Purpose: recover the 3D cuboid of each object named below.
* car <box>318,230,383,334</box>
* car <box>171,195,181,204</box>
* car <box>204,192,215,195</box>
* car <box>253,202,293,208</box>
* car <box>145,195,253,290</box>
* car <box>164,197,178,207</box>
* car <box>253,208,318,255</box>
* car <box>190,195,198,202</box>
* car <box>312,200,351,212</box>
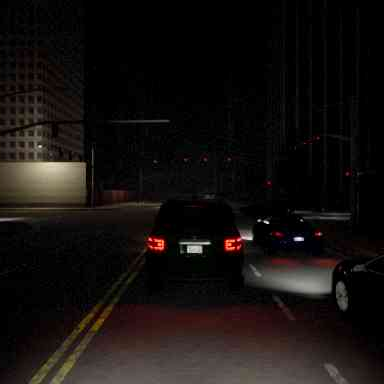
[{"bbox_3d":[3.622,1.505,4.590,1.837,1.490,4.892,0,0,0],"label":"car"},{"bbox_3d":[-3.150,1.477,66.410,1.882,1.535,5.008,0,0,1],"label":"car"},{"bbox_3d":[3.919,1.083,73.889,2.150,2.045,5.566,0,0,0],"label":"car"},{"bbox_3d":[6.826,1.574,30.100,4.718,1.301,1.895,0,0,18],"label":"car"},{"bbox_3d":[0.094,1.221,9.226,2.150,2.045,5.566,0,0,1],"label":"car"},{"bbox_3d":[-3.295,1.505,52.712,1.837,1.490,4.892,0,0,0],"label":"car"},{"bbox_3d":[3.644,1.564,13.267,1.994,1.385,4.181,0,0,1],"label":"car"},{"bbox_3d":[0.419,1.358,73.879,1.837,1.490,4.892,0,0,0],"label":"car"},{"bbox_3d":[15.835,1.545,36.622,4.718,1.301,1.895,0,0,0],"label":"car"}]
